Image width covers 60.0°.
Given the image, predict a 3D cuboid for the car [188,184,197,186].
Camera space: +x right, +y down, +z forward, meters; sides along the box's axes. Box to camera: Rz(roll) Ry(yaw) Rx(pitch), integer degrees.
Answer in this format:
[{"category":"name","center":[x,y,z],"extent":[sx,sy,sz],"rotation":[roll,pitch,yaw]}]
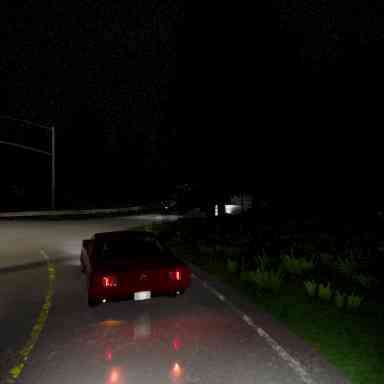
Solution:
[{"category":"car","center":[0.142,-1.820,70.088],"extent":[2.128,1.511,4.902],"rotation":[0,5,-1]}]

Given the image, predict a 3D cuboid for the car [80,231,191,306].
[{"category":"car","center":[-1.678,1.601,8.145],"extent":[1.895,1.301,4.718],"rotation":[0,0,-21]}]

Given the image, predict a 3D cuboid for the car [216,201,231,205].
[{"category":"car","center":[3.839,0.661,41.220],"extent":[1.812,1.442,4.674],"rotation":[0,4,10]}]

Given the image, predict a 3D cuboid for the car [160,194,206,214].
[{"category":"car","center":[-0.615,0.954,32.394],"extent":[2.150,2.045,5.566],"rotation":[0,2,39]}]
